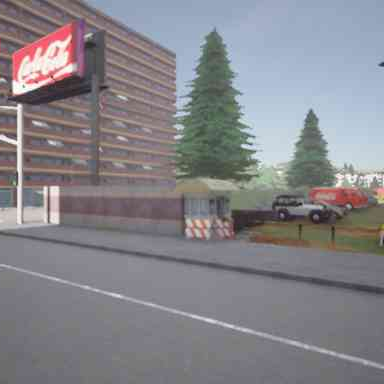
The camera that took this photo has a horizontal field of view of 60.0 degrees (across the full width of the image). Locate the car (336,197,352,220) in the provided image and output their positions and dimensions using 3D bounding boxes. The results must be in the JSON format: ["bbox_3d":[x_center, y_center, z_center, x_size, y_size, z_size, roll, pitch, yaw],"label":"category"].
[{"bbox_3d":[9.493,1.327,25.215,4.193,1.474,1.816,0,0,35],"label":"car"}]

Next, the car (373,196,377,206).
[{"bbox_3d":[24.978,1.273,48.958,3.988,1.617,1.851,0,0,35],"label":"car"}]

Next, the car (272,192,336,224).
[{"bbox_3d":[7.554,1.137,23.157,3.866,1.878,1.905,0,0,35],"label":"car"}]

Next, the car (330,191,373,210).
[{"bbox_3d":[21.854,1.103,45.680,4.605,1.855,1.932,0,0,35],"label":"car"}]
